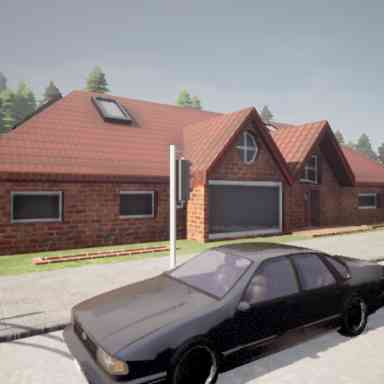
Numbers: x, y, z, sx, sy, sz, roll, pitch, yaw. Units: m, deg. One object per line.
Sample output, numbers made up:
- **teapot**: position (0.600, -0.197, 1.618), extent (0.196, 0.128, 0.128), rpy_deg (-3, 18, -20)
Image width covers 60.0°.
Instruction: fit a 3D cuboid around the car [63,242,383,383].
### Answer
- **car**: position (0.948, 1.547, 5.177), extent (5.357, 1.411, 2.033), rpy_deg (0, 0, -33)
